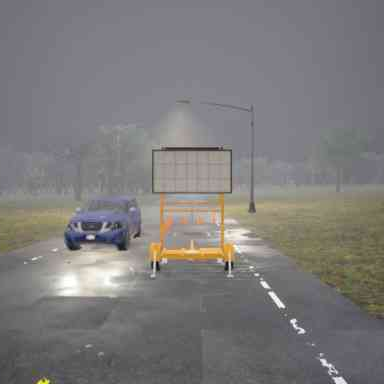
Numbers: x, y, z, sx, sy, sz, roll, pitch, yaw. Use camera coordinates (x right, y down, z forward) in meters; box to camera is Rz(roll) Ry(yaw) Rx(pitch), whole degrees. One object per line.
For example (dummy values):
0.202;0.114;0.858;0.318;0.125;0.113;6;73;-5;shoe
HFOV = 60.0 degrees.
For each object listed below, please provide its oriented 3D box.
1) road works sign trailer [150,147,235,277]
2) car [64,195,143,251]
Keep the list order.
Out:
0.006;0.446;10.160;2.380;3.560;2.880;0;0;0;road works sign trailer
-3.489;1.188;14.220;2.150;2.045;5.566;0;0;0;car
